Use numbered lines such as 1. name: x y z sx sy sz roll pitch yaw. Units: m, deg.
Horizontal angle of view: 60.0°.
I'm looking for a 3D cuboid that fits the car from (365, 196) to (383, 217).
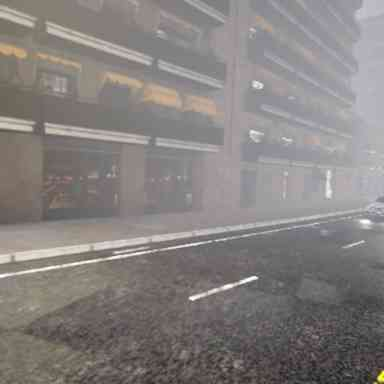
1. car: 13.089 0.976 22.151 1.812 1.442 4.674 5 4 42
